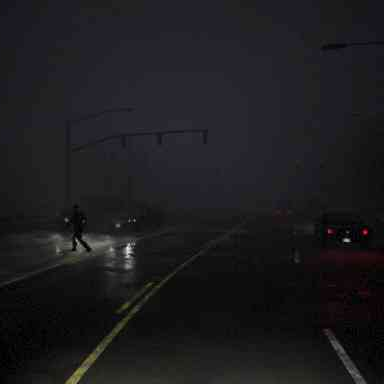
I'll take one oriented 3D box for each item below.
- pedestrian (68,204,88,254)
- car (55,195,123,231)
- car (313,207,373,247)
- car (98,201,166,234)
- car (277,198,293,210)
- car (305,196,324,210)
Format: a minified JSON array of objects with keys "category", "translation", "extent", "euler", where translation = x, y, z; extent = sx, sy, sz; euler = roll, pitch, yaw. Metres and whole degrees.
[{"category":"pedestrian","translation":[-4.153,1.294,12.130],"extent":[0.375,1.860,0.375],"euler":[0,0,15]},{"category":"car","translation":[-6.229,1.227,21.323],"extent":[2.150,2.045,5.566],"euler":[0,0,17]},{"category":"car","translation":[6.704,1.600,15.187],"extent":[1.895,1.301,4.718],"euler":[0,0,16]},{"category":"car","translation":[-3.109,1.493,19.575],"extent":[2.128,1.511,4.902],"euler":[0,0,17]},{"category":"car","translation":[11.843,1.442,42.409],"extent":[2.128,1.511,4.902],"euler":[0,0,18]},{"category":"car","translation":[15.196,1.303,41.421],"extent":[2.097,1.767,4.553],"euler":[0,0,18]}]
